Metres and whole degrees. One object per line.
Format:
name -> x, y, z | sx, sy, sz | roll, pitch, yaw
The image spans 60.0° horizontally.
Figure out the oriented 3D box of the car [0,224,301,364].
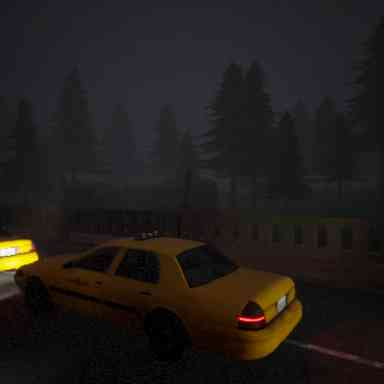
car -> -0.978, 1.426, 5.757 | 5.366, 1.575, 1.801 | 0, 0, 33
